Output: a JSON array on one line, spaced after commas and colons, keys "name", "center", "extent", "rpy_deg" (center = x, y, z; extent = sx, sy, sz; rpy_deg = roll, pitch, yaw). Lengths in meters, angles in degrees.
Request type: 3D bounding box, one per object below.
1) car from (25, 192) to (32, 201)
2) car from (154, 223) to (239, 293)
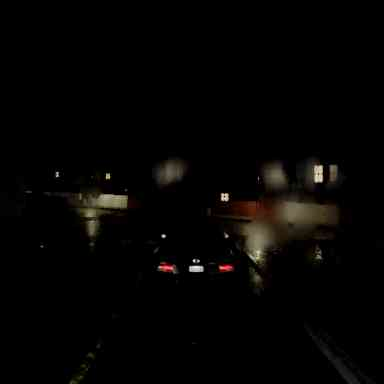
[{"name": "car", "center": [-21.090, 0.737, 41.682], "extent": [4.902, 1.511, 2.128], "rpy_deg": [2, 0, 32]}, {"name": "car", "center": [0.088, 1.552, 9.016], "extent": [2.033, 1.411, 5.357], "rpy_deg": [0, 0, 0]}]
